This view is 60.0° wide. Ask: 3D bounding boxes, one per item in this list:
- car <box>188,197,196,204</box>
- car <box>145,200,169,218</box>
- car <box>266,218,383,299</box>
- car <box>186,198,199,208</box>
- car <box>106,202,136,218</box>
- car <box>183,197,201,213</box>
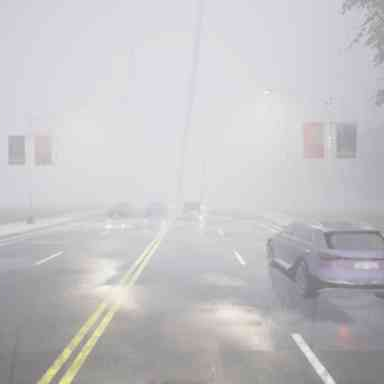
[{"bbox_3d":[-0.005,1.931,73.506,1.882,1.535,5.008,0,-1,0],"label":"car"},{"bbox_3d":[-3.260,1.564,31.501,1.882,1.535,5.008,0,-1,0],"label":"car"},{"bbox_3d":[3.250,1.437,8.460,2.033,1.649,4.856,0,0,0],"label":"car"},{"bbox_3d":[0.094,1.742,55.202,2.128,1.511,4.902,0,-1,0],"label":"car"},{"bbox_3d":[-6.511,1.632,31.210,2.033,1.411,5.357,0,0,0],"label":"car"},{"bbox_3d":[-0.005,1.609,39.809,1.882,1.535,5.008,0,-1,0],"label":"car"}]
